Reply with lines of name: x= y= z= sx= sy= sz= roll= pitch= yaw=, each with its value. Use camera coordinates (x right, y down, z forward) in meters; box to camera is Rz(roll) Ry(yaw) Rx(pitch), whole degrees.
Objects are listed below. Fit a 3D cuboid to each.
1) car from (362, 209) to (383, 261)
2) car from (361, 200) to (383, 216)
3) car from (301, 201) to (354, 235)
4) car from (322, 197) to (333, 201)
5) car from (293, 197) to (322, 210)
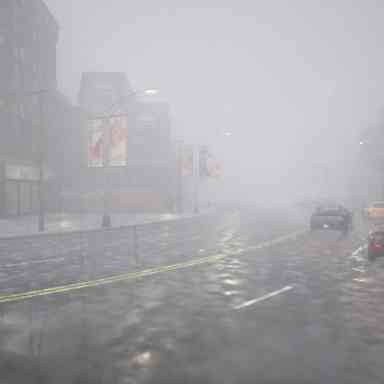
car: x=7.336 y=1.522 z=11.406 sx=1.812 sy=1.442 sz=4.674 roll=0 pitch=0 yaw=38
car: x=15.159 y=1.445 z=27.144 sx=1.801 sy=1.575 sz=5.366 roll=0 pitch=0 yaw=18
car: x=7.901 y=1.482 z=18.696 sx=2.128 sy=1.511 sz=4.902 roll=0 pitch=0 yaw=30
car: x=17.623 y=1.481 z=44.773 sx=1.837 sy=1.490 sz=4.892 roll=0 pitch=0 yaw=0
car: x=14.131 y=1.454 z=41.550 sx=1.882 sy=1.535 sz=5.008 roll=0 pitch=0 yaw=2
